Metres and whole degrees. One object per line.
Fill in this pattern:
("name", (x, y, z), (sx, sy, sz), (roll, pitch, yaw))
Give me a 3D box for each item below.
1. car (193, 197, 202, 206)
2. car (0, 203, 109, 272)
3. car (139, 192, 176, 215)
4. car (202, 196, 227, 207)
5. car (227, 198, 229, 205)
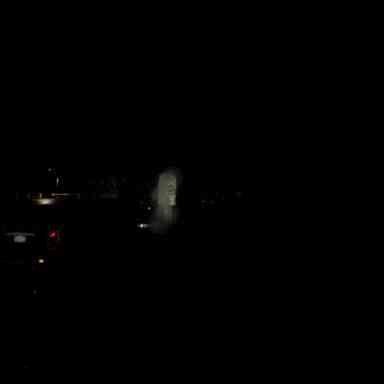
("car", (1.509, 1.484, 52.432), (1.895, 1.301, 4.718), (0, 0, 12))
("car", (-4.150, 1.181, 10.365), (2.097, 1.767, 4.553), (1, 0, 3))
("car", (-3.096, 1.036, 31.281), (2.150, 2.045, 5.566), (0, 0, 12))
("car", (3.304, 1.437, 47.415), (2.033, 1.411, 5.357), (0, 0, 13))
("car", (5.294, 1.456, 56.987), (1.812, 1.442, 4.674), (0, 0, 12))
